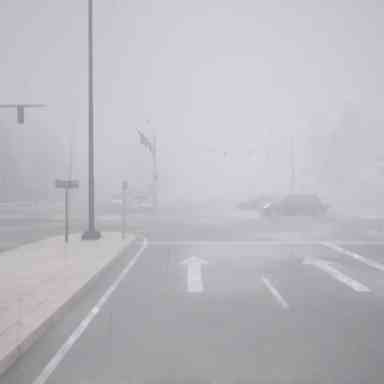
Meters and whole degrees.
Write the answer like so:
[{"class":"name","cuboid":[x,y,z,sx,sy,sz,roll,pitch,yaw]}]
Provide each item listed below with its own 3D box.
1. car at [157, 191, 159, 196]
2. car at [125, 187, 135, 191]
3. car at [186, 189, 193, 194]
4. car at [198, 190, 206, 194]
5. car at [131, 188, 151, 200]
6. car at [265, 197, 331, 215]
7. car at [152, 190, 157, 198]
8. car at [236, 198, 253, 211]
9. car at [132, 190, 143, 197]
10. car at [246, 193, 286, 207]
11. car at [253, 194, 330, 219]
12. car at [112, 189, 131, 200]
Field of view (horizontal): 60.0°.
[{"class":"car","cuboid":[-8.484,0.218,73.740,1.812,1.442,4.674,0,1,-1]},{"class":"car","cuboid":[-11.825,0.097,63.416,2.150,2.045,5.566,0,1,-1]},{"class":"car","cuboid":[-0.758,-0.069,91.594,1.994,1.385,4.181,0,1,-1]},{"class":"car","cuboid":[2.742,-0.028,91.641,1.895,1.301,4.718,0,1,-1]},{"class":"car","cuboid":[-8.189,0.510,54.574,1.882,1.535,5.008,0,1,-1]},{"class":"car","cuboid":[8.504,1.122,26.936,4.718,1.301,1.895,0,1,0]},{"class":"car","cuboid":[-8.325,0.440,63.412,1.994,1.385,4.181,0,1,-1]},{"class":"car","cuboid":[6.346,0.985,30.419,4.674,1.442,1.812,0,1,0]},{"class":"car","cuboid":[-11.983,0.219,73.646,1.812,1.442,4.674,0,1,-1]},{"class":"car","cuboid":[8.469,0.884,38.280,1.994,1.385,4.181,-1,2,-38]},{"class":"car","cuboid":[6.965,0.935,23.419,4.553,1.767,2.097,0,1,0]},{"class":"car","cuboid":[-11.684,0.602,54.272,1.994,1.385,4.181,0,1,-1]}]
